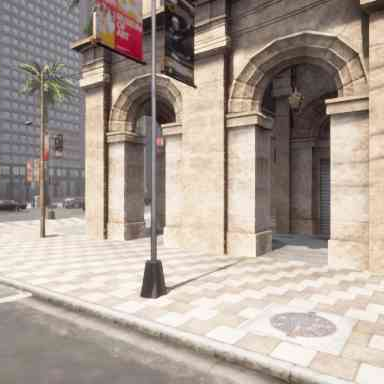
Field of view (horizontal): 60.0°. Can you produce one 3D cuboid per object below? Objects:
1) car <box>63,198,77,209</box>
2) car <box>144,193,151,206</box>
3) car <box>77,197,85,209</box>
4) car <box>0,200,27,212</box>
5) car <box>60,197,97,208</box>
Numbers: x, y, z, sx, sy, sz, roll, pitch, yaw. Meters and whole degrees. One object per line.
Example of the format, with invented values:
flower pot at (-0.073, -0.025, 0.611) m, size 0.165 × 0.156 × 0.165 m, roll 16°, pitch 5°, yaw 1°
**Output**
car at (-15.065, 1.504, 45.447) m, size 1.837 × 1.490 × 4.892 m, roll 0°, pitch 0°, yaw 36°
car at (-9.000, 1.221, 53.879) m, size 2.150 × 2.045 × 5.566 m, roll 0°, pitch 0°, yaw 35°
car at (-10.565, 1.477, 39.374) m, size 1.882 × 1.535 × 5.008 m, roll 0°, pitch 0°, yaw 36°
car at (-21.120, 1.600, 37.012) m, size 1.895 × 1.301 × 4.718 m, roll 0°, pitch 0°, yaw 36°
car at (-16.515, 1.513, 48.729) m, size 2.161 × 1.482 × 4.786 m, roll 0°, pitch 0°, yaw 35°
